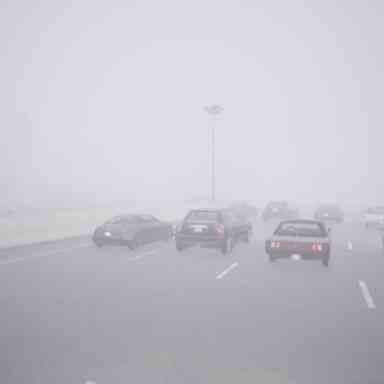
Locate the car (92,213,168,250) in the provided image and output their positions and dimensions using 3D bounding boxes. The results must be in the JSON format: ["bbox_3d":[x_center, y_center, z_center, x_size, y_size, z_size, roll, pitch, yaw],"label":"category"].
[{"bbox_3d":[-2.442,1.614,14.710,1.994,1.385,4.181,0,-1,24],"label":"car"}]

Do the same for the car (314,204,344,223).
[{"bbox_3d":[10.955,1.661,26.557,1.994,1.385,4.181,0,0,28],"label":"car"}]

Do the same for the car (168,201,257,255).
[{"bbox_3d":[1.079,1.402,14.015,2.097,1.767,4.553,0,0,24],"label":"car"}]

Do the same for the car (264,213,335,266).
[{"bbox_3d":[3.966,1.644,11.914,1.895,1.301,4.718,0,0,23],"label":"car"}]

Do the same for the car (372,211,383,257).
[{"bbox_3d":[6.816,1.526,9.691,2.128,1.511,4.902,0,0,23],"label":"car"}]

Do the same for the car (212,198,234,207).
[{"bbox_3d":[5.389,1.769,57.945,1.994,1.385,4.181,0,0,35],"label":"car"}]

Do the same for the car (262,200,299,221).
[{"bbox_3d":[7.305,1.449,27.141,2.097,1.767,4.553,0,0,28],"label":"car"}]

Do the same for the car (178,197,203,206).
[{"bbox_3d":[-0.227,1.713,62.121,2.128,1.511,4.902,0,0,35],"label":"car"}]

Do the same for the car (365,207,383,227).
[{"bbox_3d":[13.098,1.685,23.152,1.895,1.301,4.718,0,0,28],"label":"car"}]

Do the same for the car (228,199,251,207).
[{"bbox_3d":[7.928,1.799,55.511,1.895,1.301,4.718,0,0,35],"label":"car"}]

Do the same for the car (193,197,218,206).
[{"bbox_3d":[2.485,1.704,59.890,2.128,1.511,4.902,0,0,35],"label":"car"}]
